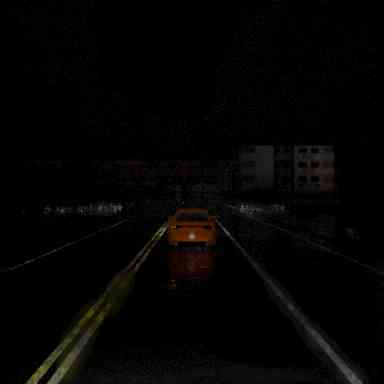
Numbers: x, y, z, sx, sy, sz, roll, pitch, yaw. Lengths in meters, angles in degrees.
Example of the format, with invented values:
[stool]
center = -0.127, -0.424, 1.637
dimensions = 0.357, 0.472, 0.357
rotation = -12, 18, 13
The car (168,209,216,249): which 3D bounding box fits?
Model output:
[car]
center = 0.000, 1.482, 14.650
dimensions = 1.882, 1.535, 5.008
rotation = 0, 0, 0
